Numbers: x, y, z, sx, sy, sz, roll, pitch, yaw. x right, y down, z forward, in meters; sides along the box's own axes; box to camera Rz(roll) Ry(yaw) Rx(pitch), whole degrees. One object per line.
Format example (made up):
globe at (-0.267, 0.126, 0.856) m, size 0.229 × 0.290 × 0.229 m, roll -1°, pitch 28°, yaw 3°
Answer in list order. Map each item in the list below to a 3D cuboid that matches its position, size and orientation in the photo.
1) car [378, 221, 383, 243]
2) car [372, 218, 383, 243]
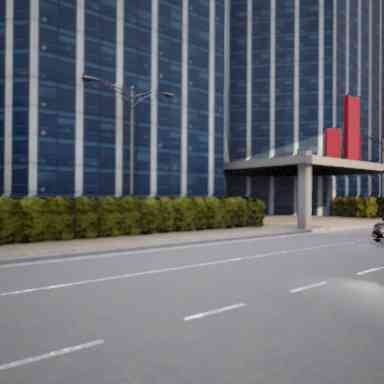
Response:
car at (7.465, 1.613, 9.394) m, size 4.892 × 1.490 × 1.837 m, roll 1°, pitch -1°, yaw -36°
car at (10.502, 1.657, 15.881) m, size 4.902 × 1.511 × 2.128 m, roll 1°, pitch 0°, yaw -35°
